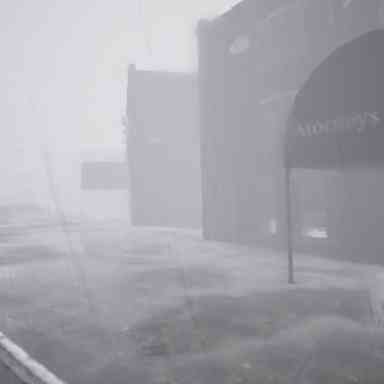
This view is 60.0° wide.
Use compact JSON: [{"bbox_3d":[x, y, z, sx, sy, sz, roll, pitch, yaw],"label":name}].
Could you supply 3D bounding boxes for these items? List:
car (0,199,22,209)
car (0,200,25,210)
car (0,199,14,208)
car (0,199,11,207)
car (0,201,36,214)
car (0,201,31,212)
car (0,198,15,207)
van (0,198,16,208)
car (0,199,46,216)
[{"bbox_3d":[-32.658,2.117,58.334,2.185,1.767,4.553,-1,-1,37],"label":"car"},{"bbox_3d":[-31.089,2.193,55.845,2.231,1.521,4.892,-1,-1,37],"label":"car"},{"bbox_3d":[-40.629,2.386,70.627,2.185,1.767,4.553,-2,-2,37],"label":"car"},{"bbox_3d":[-45.338,2.565,78.071,2.185,1.767,4.553,-1,-1,37],"label":"car"},{"bbox_3d":[-23.161,1.981,43.502,2.002,1.452,4.674,-1,-1,37],"label":"car"},{"bbox_3d":[-26.333,2.081,48.438,2.002,1.452,4.674,-1,-1,37],"label":"car"},{"bbox_3d":[-43.765,2.380,75.611,2.435,2.045,5.566,-2,-2,37],"label":"car"},{"bbox_3d":[-38.956,2.232,68.279,1.878,1.987,4.442,-1,-2,37],"label":"van"},{"bbox_3d":[-18.411,1.792,36.100,2.231,1.521,4.892,-1,-1,37],"label":"car"}]
